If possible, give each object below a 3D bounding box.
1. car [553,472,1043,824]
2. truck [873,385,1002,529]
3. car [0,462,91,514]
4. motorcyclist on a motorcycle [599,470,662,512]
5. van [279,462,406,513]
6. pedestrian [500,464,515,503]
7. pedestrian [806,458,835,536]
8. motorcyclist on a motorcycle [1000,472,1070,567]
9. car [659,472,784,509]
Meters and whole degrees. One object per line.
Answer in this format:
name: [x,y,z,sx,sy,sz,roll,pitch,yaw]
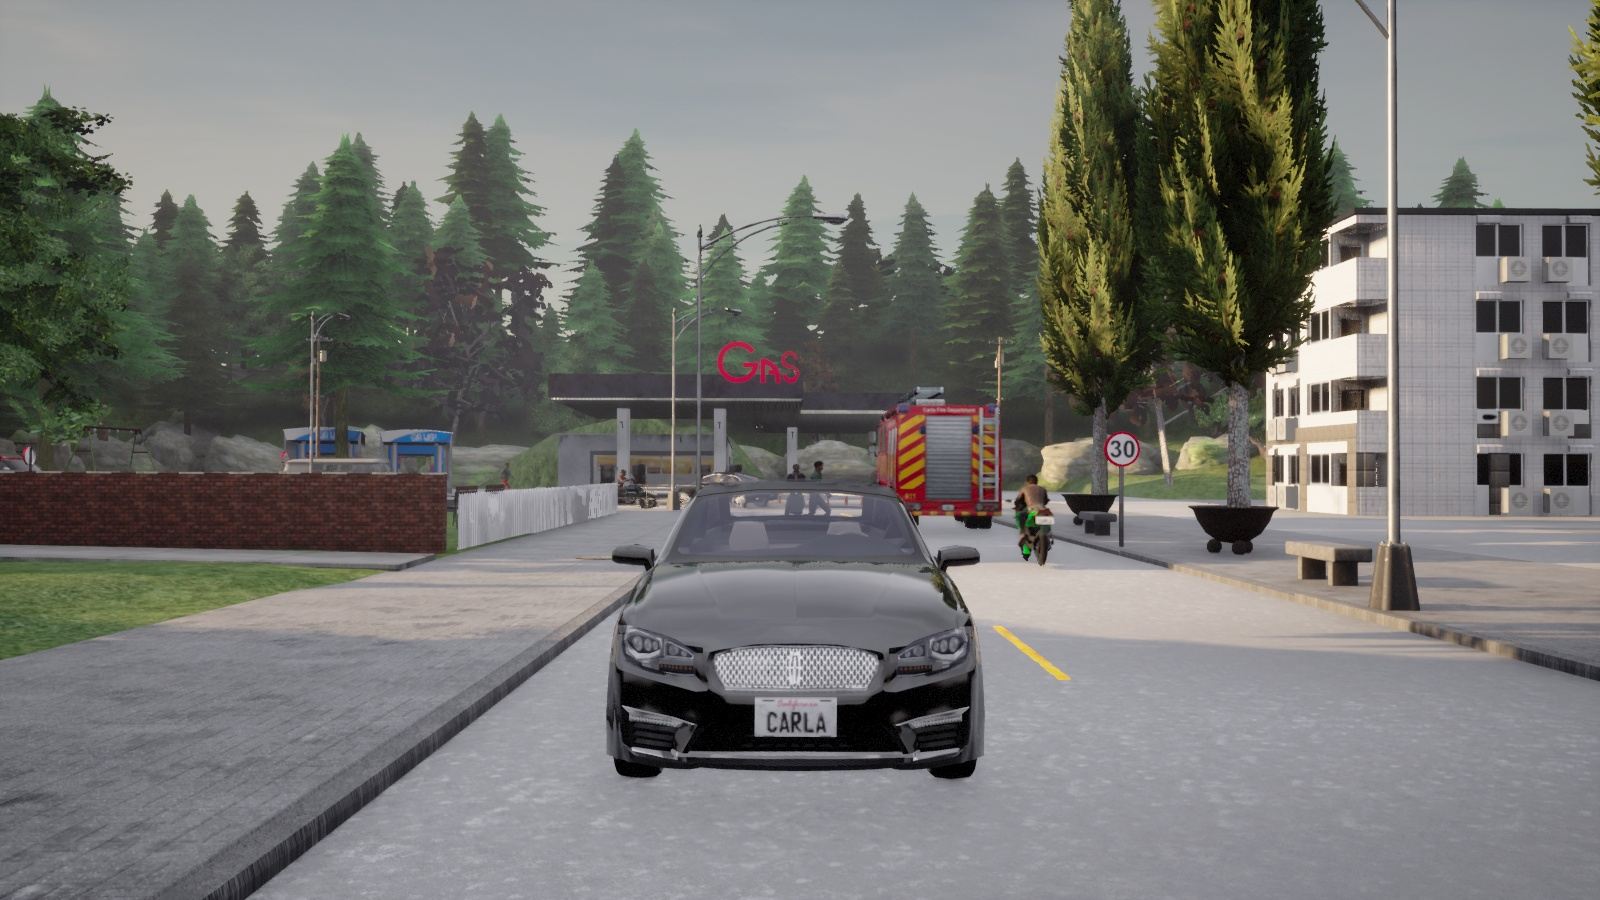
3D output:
car: [-0.019,0.903,7.912,2.128,1.511,4.902,0,-1,0]
truck: [3.910,0.265,37.667,2.891,3.827,8.468,0,-1,0]
car: [-31.696,1.498,50.107,5.566,2.045,2.150,0,-1,0]
motorcyclist on a motorcycle: [-6.717,1.628,49.843,2.350,1.649,0.766,0,0,10]
van: [-18.226,1.481,50.168,4.442,1.987,1.775,0,-1,0]
pedestrian: [-13.843,1.575,59.424,0.614,1.847,0.353,0,-1,8]
pedestrian: [0.489,1.111,29.936,0.614,1.847,0.353,0,-1,13]
motorcyclist on a motorcycle: [3.954,1.138,21.294,0.797,1.523,2.044,0,-1,0]
car: [-3.316,1.673,52.978,4.902,1.511,2.128,-1,-1,30]
